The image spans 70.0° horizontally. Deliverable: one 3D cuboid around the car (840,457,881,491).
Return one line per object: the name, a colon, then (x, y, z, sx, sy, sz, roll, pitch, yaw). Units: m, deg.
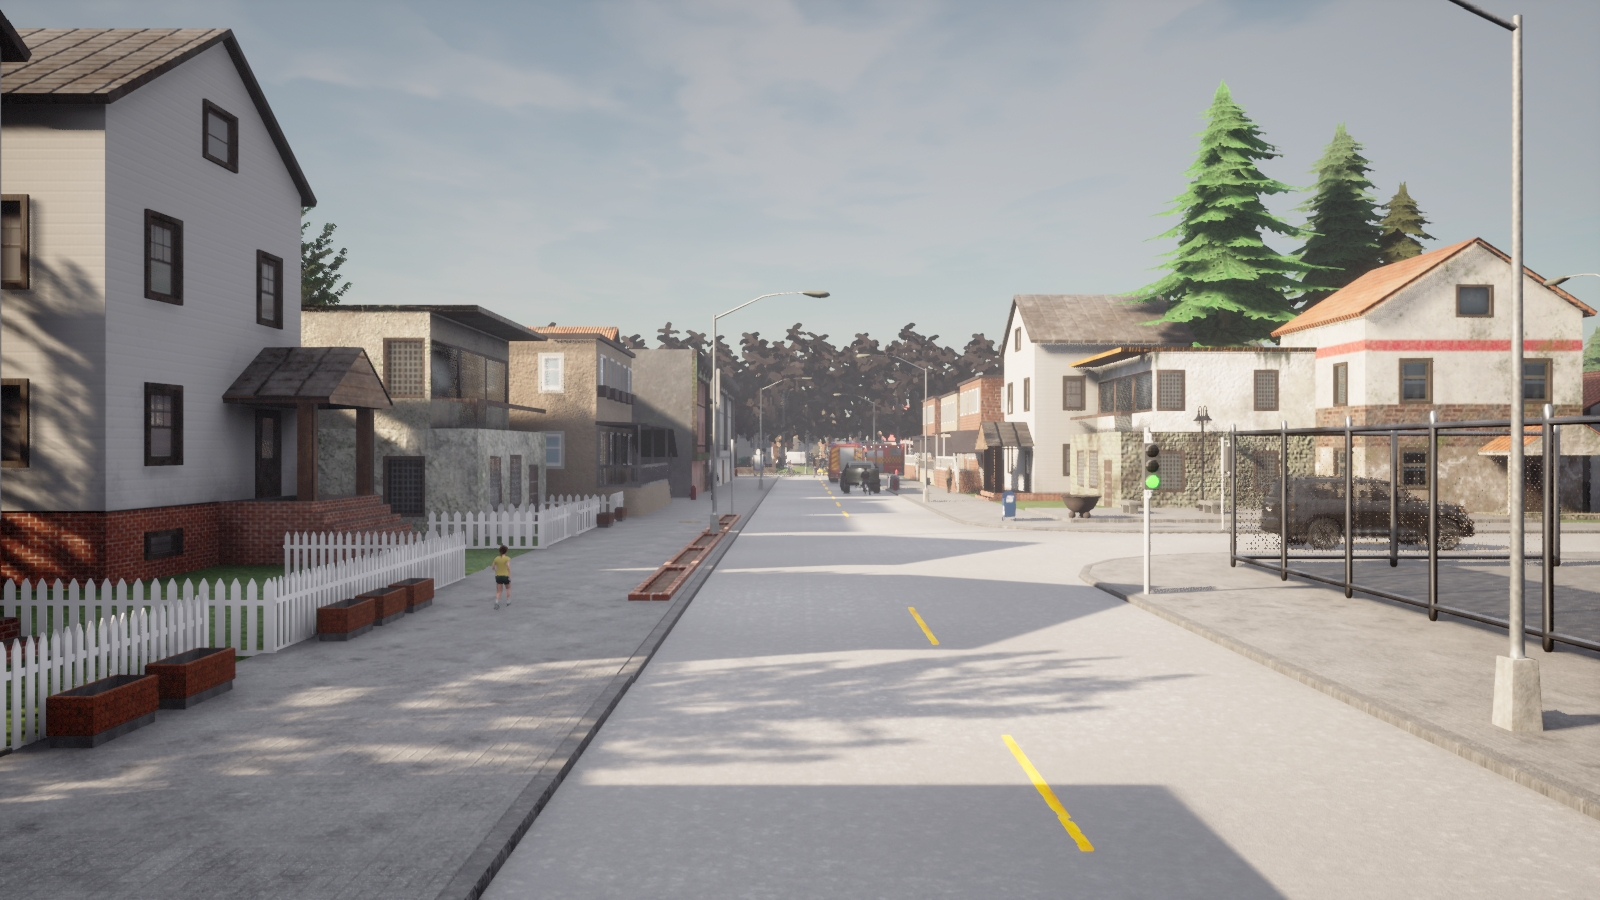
car: (3.979, 1.534, 75.783, 2.390, 2.098, 6.274, 0, 0, 0)

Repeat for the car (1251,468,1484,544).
car: (16.087, 1.559, 32.633, 5.566, 2.045, 2.150, 0, 0, 2)

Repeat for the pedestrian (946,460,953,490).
pedestrian: (9.128, 1.524, 69.788, 0.375, 1.860, 0.375, 0, 0, -1)

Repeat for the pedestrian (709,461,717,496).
pedestrian: (-4.668, 1.524, 61.541, 0.375, 1.860, 0.375, 0, 0, 4)

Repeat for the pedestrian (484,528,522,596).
pedestrian: (-5.070, 1.905, 19.522, 0.500, 1.100, 0.500, 0, 0, 4)

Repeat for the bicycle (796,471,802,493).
bicycle: (-0.067, 1.940, 69.737, 0.329, 1.271, 1.835, 0, 0, 0)
